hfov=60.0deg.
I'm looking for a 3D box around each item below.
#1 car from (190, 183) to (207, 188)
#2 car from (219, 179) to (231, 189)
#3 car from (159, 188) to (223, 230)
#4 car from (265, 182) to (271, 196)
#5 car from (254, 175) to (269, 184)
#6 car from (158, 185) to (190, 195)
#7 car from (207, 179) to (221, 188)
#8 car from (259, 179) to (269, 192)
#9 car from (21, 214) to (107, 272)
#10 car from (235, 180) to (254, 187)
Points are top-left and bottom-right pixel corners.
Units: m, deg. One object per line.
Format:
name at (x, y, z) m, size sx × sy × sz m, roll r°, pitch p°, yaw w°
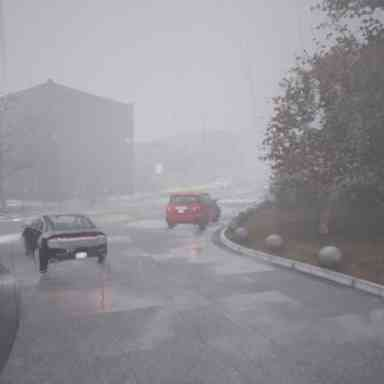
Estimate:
car at (-0.154, -0.509, 54.377) m, size 1.946 × 1.575 × 5.366 m, roll 0°, pitch 4°, yaw 31°
car at (5.606, -1.516, 64.089) m, size 2.435 × 2.045 × 5.566 m, roll 0°, pitch 4°, yaw 31°
car at (0.190, 1.026, 20.234) m, size 2.150 × 2.045 × 5.566 m, roll -1°, pitch 2°, yaw 17°
car at (11.979, -0.350, 45.344) m, size 1.837 × 1.490 × 4.892 m, roll 0°, pitch 4°, yaw 30°
car at (16.875, -2.748, 83.101) m, size 2.231 × 1.521 × 4.892 m, roll 0°, pitch 4°, yaw 31°
car at (-2.973, -0.137, 49.642) m, size 1.946 × 1.575 × 5.366 m, roll 0°, pitch 4°, yaw 31°
car at (2.657, -0.880, 59.119) m, size 1.946 × 1.575 × 5.366 m, roll 0°, pitch 4°, yaw 31°
car at (12.749, -0.805, 53.242) m, size 1.812 × 1.442 × 4.674 m, roll 0°, pitch 4°, yaw 31°
car at (-4.295, 1.460, 10.837) m, size 2.128 × 1.511 × 4.902 m, roll 0°, pitch 0°, yaw -34°
car at (11.231, -1.976, 73.589) m, size 2.163 × 1.488 × 4.792 m, roll 0°, pitch 4°, yaw 31°
